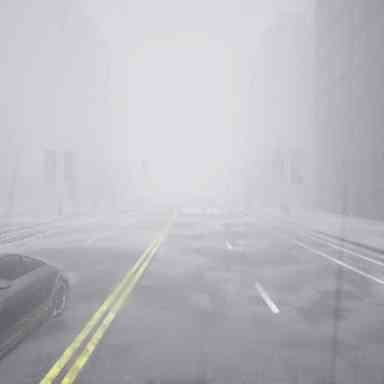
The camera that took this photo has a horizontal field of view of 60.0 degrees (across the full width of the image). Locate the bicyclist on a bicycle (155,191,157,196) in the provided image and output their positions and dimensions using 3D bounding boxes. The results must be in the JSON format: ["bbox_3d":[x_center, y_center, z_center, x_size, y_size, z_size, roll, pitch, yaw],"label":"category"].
[{"bbox_3d":[-8.761,0.233,80.395,0.866,1.612,1.509,0,2,0],"label":"bicyclist on a bicycle"}]

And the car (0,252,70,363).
[{"bbox_3d":[-3.352,1.609,4.761,1.994,1.385,4.181,0,0,0],"label":"car"}]

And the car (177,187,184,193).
[{"bbox_3d":[-3.270,-0.571,95.400,2.128,1.511,4.902,0,2,0],"label":"car"}]
